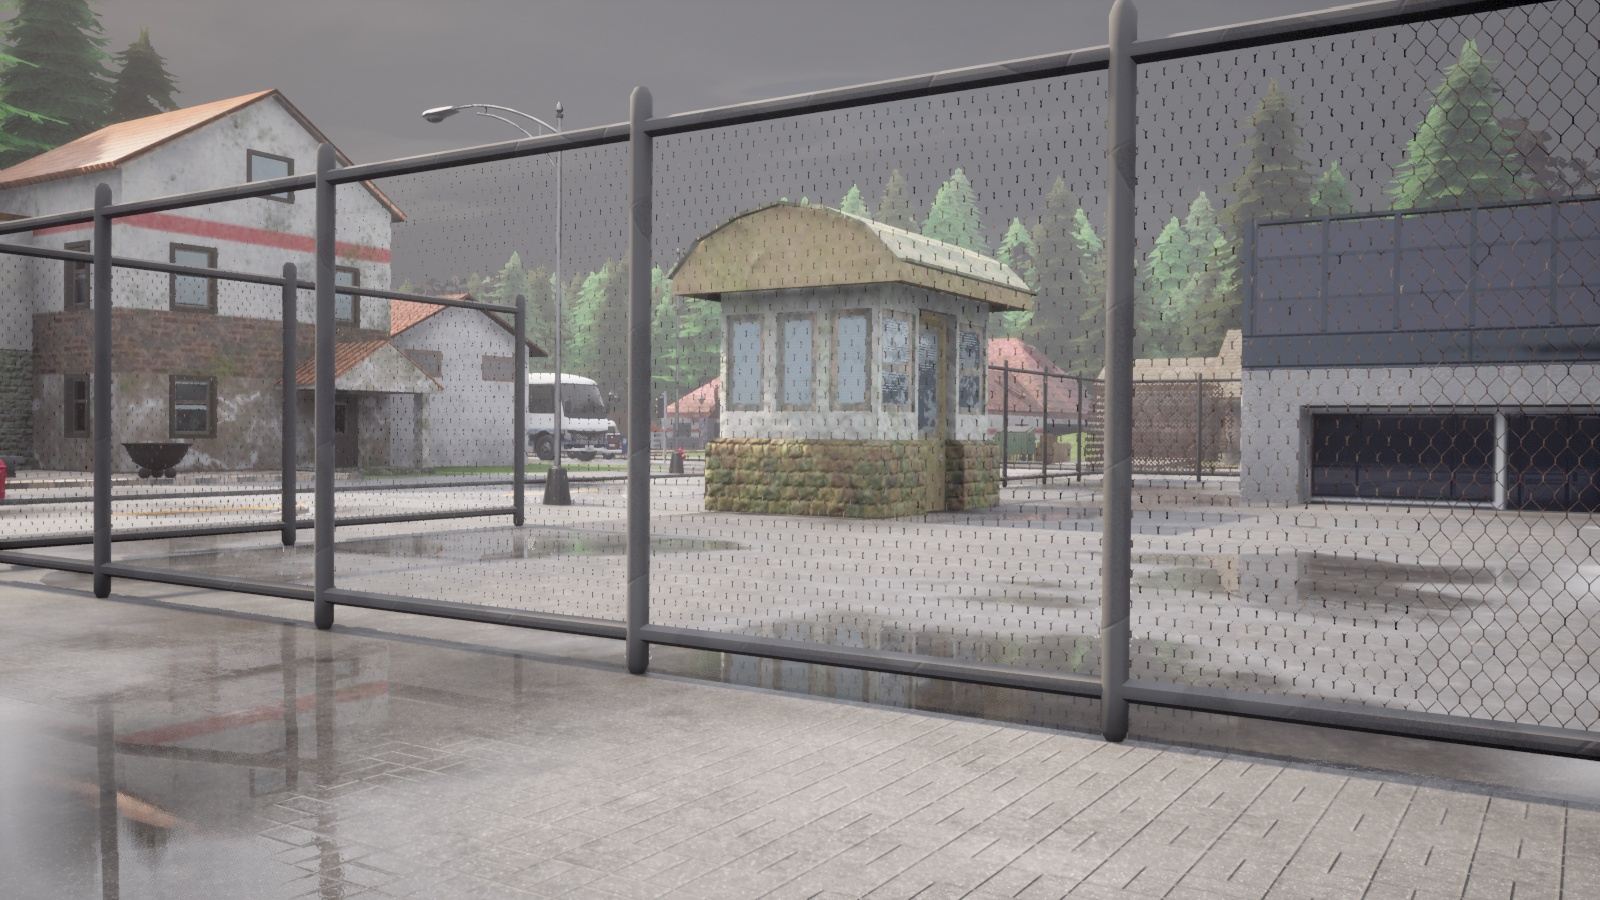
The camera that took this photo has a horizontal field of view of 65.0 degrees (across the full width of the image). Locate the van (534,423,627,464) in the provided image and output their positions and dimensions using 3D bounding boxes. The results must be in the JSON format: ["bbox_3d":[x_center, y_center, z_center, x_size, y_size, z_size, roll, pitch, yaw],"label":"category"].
[{"bbox_3d":[-11.376,-0.329,64.928,4.480,2.038,2.069,0,1,32],"label":"van"}]

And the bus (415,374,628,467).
[{"bbox_3d":[-13.741,-1.362,61.640,10.273,4.253,3.944,0,1,31],"label":"bus"}]
